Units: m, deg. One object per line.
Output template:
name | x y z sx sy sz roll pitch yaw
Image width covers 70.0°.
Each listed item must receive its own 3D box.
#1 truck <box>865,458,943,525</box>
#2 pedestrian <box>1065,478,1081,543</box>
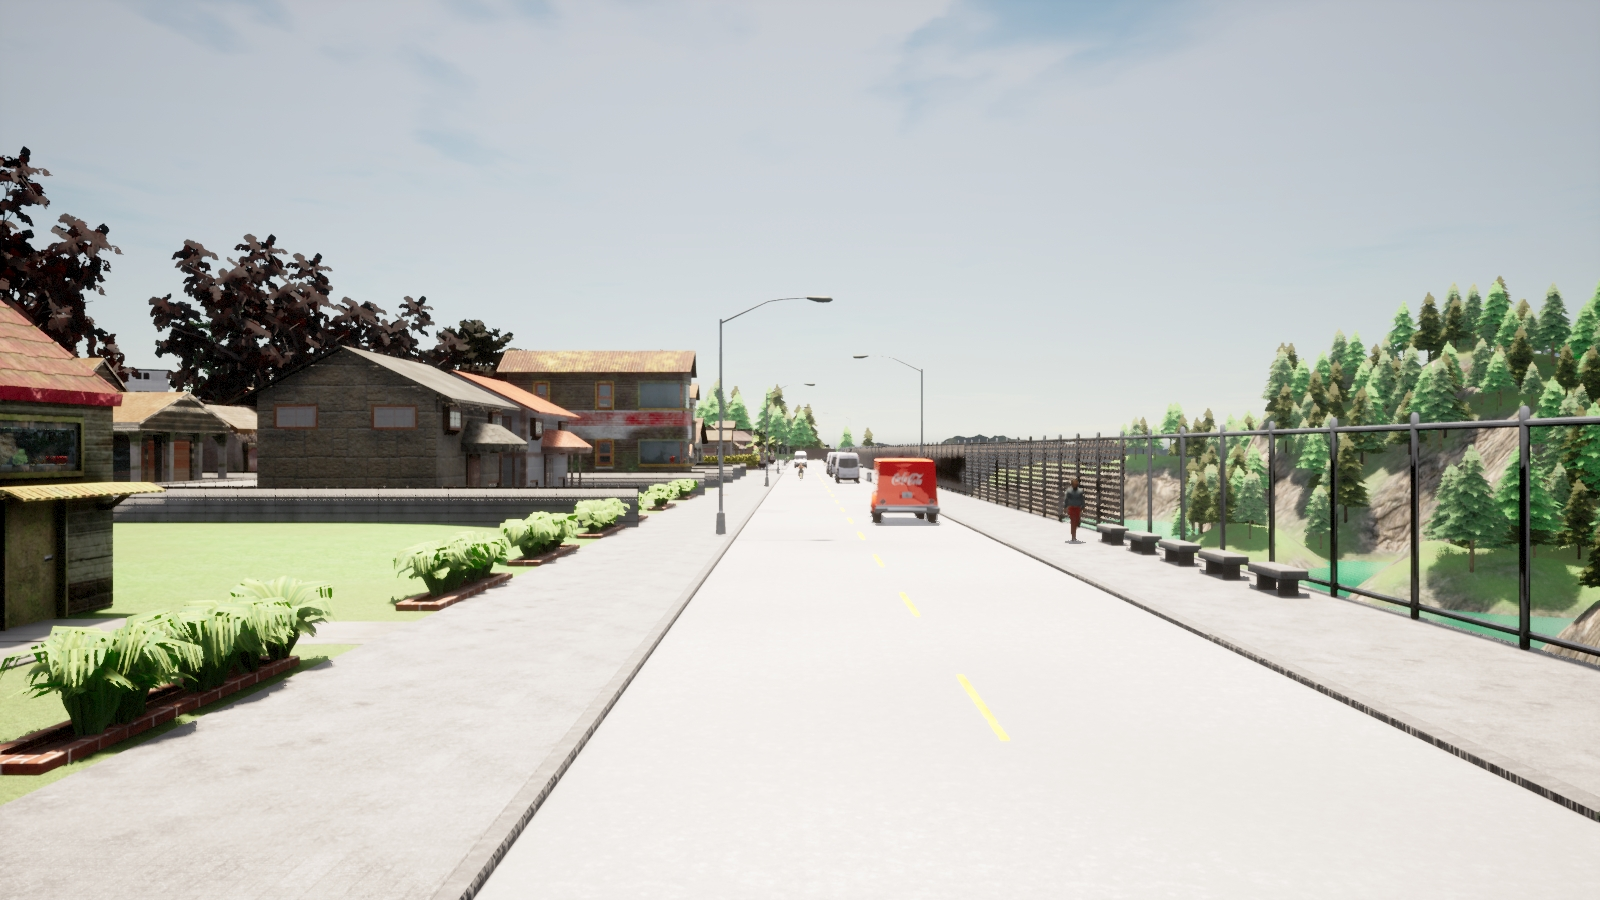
truck | 4.034 1.571 45.454 2.627 2.467 5.204 0 0 0
pedestrian | 7.902 1.743 33.066 0.375 1.860 0.375 0 0 1
